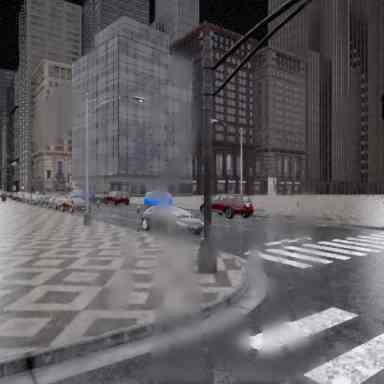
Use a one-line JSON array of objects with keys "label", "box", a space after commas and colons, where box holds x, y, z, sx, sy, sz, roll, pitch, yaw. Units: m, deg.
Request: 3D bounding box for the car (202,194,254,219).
[{"label": "car", "box": [2.693, 1.050, 26.317, 2.192, 1.841, 5.009, 1, 0, -35]}]

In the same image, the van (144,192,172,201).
[{"label": "van", "box": [-3.645, 0.930, 35.208, 1.690, 1.788, 3.998, 1, 0, -35]}]

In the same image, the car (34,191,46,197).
[{"label": "car", "box": [-38.509, 0.495, 84.112, 1.887, 1.381, 4.507, 0, 0, -35]}]

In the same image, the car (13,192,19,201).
[{"label": "car", "box": [-26.438, 0.702, 52.495, 1.967, 1.590, 4.097, 1, 0, -35]}]

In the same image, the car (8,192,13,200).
[{"label": "car", "box": [-29.609, 0.747, 56.940, 1.887, 1.381, 4.507, 1, 0, -35]}]

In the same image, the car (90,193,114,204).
[{"label": "car", "box": [-13.156, 0.934, 48.547, 2.008, 1.369, 4.403, 1, 0, -35]}]

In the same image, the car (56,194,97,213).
[{"label": "car", "box": [-10.596, 1.139, 30.268, 1.887, 1.381, 4.507, 1, 0, -35]}]

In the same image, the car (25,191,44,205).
[{"label": "car", "box": [-20.103, 0.939, 43.605, 2.008, 1.369, 4.403, 1, 0, -35]}]

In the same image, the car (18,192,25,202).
[{"label": "car", "box": [-23.271, 0.874, 48.050, 2.008, 1.369, 4.403, 1, 0, -35]}]

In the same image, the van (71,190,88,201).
[{"label": "van", "box": [-19.492, 0.598, 57.438, 1.690, 1.788, 3.998, 1, 0, -35]}]

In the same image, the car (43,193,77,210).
[{"label": "car", "box": [-13.765, 1.074, 34.713, 2.008, 1.369, 4.403, 1, 0, -35]}]

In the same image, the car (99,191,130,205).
[{"label": "car", "box": [-9.983, 0.766, 44.100, 2.192, 1.841, 5.009, 1, 0, -35]}]

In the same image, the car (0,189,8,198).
[{"label": "car", "box": [-39.115, 0.610, 70.276, 1.947, 1.339, 4.313, 1, 0, -35]}]

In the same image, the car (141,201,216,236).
[{"label": "car", "box": [-1.090, 1.367, 16.933, 2.008, 1.369, 4.403, 1, 0, -35]}]

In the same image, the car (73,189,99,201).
[{"label": "car", "box": [-15.422, 0.606, 47.287, 2.150, 2.045, 5.566, 0, 1, -35]}]
